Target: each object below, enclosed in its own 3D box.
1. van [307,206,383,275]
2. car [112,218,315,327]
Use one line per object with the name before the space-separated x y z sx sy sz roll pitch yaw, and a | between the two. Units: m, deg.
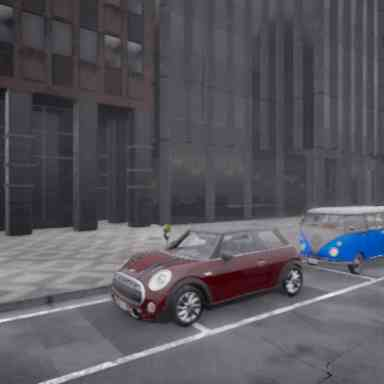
van | 4.990 1.340 10.209 3.998 1.788 1.690 0 0 -36
car | 0.424 1.440 6.951 4.097 1.590 1.967 0 0 -36
